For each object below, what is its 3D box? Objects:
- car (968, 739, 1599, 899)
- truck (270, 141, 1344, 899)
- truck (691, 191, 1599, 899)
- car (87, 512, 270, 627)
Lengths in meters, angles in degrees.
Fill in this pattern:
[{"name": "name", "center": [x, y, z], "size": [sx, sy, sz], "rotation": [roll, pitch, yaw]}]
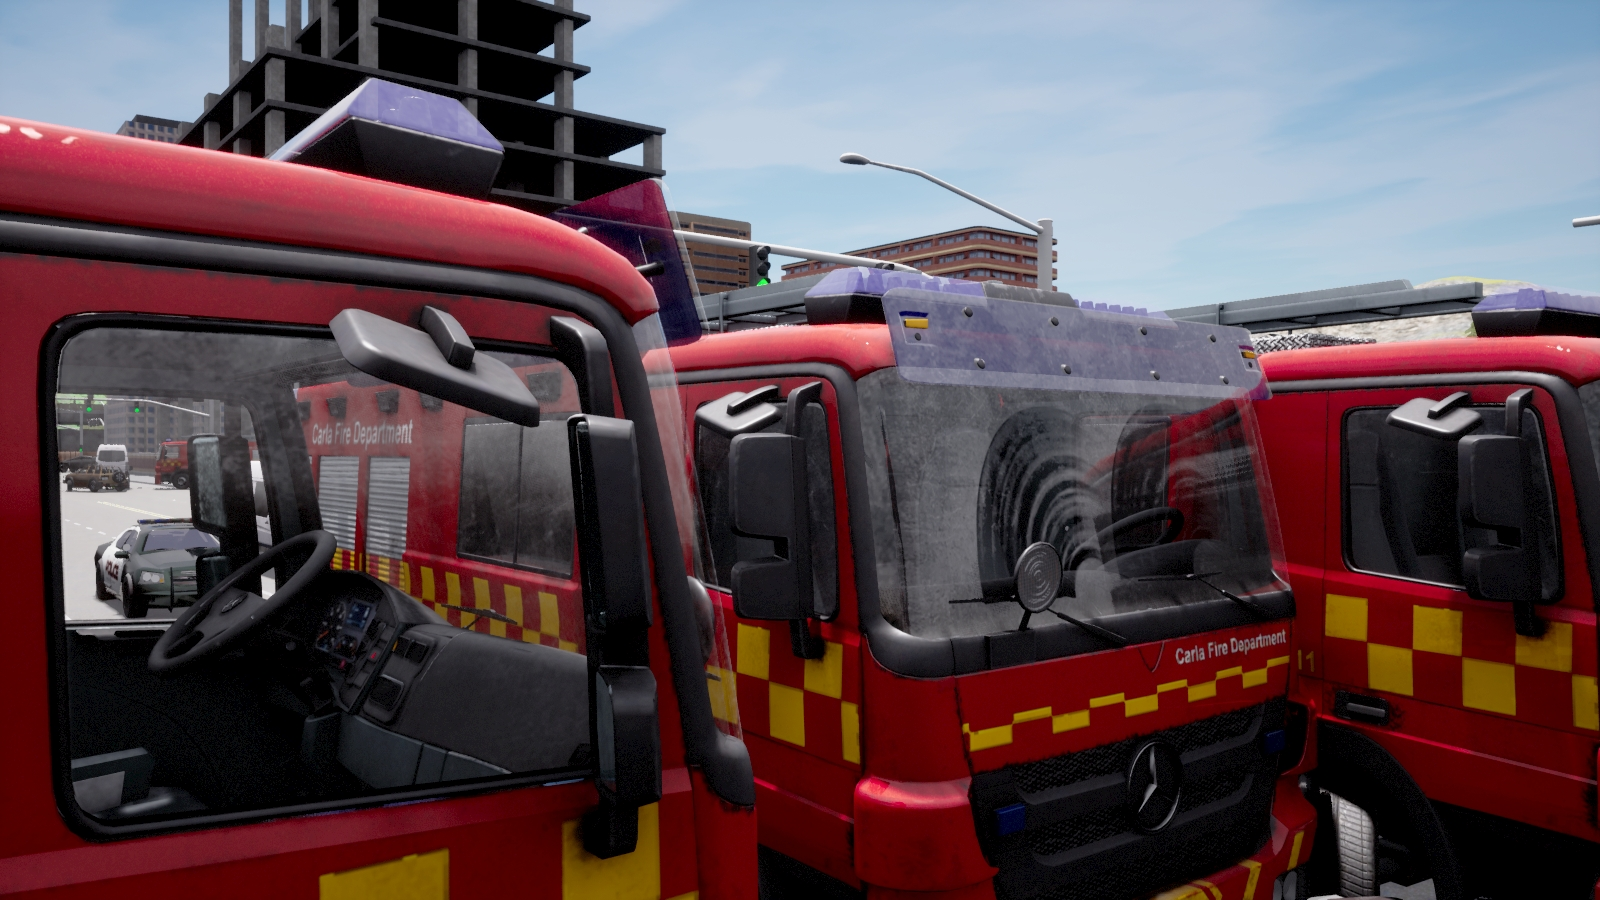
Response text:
[{"name": "car", "center": [2.437, 2.065, 3.109], "size": [1.970, 1.475, 3.806], "rotation": [0, 0, -30]}, {"name": "truck", "center": [-1.099, 0.890, 8.003], "size": [2.891, 3.827, 8.468], "rotation": [0, 0, -38]}, {"name": "truck", "center": [2.348, 0.890, 8.605], "size": [2.891, 3.827, 8.468], "rotation": [0, 0, -31]}, {"name": "car", "center": [-11.386, 2.037, 20.746], "size": [2.038, 1.542, 4.974], "rotation": [0, 0, -39]}]
